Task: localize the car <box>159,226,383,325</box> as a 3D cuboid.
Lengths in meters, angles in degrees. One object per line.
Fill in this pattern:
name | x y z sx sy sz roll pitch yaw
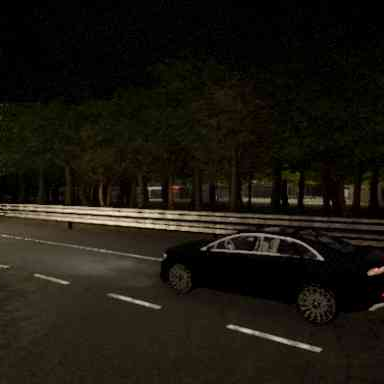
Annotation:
car | 1.470 1.494 7.118 4.902 1.511 2.128 0 0 35
